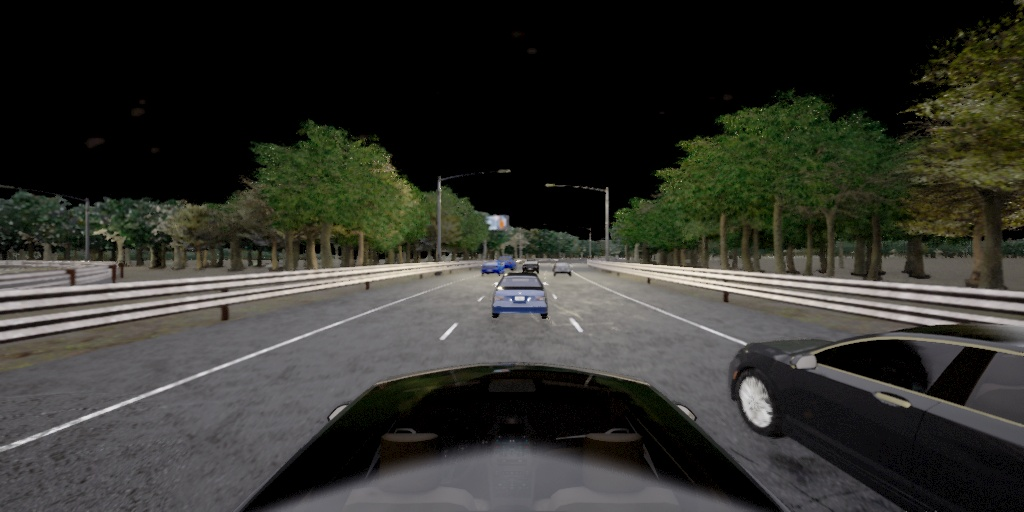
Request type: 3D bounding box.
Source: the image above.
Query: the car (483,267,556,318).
[{"bbox_3d":[0.302,1.299,13.068,2.033,1.411,5.357,0,0,2],"label":"car"}]

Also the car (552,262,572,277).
[{"bbox_3d":[5.113,1.337,36.722,2.033,1.411,5.357,0,0,6],"label":"car"}]

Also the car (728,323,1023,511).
[{"bbox_3d":[3.638,1.259,2.563,1.837,1.490,4.892,0,0,0],"label":"car"}]

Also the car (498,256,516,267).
[{"bbox_3d":[-0.718,1.041,48.197,2.150,2.045,5.566,0,0,7],"label":"car"}]

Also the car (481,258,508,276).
[{"bbox_3d":[-1.906,1.260,36.828,1.882,1.535,5.008,0,0,6],"label":"car"}]

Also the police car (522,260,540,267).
[{"bbox_3d":[2.268,1.228,42.238,1.930,1.638,5.238,0,0,6],"label":"police car"}]
